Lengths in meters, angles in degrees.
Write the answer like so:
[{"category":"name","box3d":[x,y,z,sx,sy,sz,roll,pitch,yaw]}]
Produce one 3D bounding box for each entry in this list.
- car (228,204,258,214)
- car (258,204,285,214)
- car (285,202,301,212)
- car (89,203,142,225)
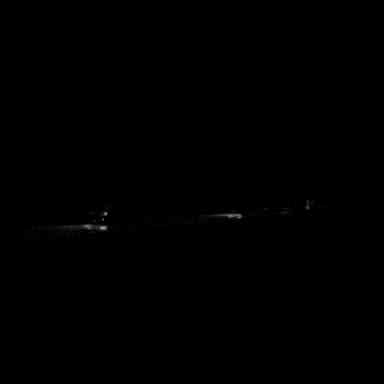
[{"category":"car","box3d":[6.848,2.330,45.903,1.895,1.301,4.718,0,-1,36]},{"category":"car","box3d":[10.611,2.329,46.241,2.033,1.411,5.357,0,-1,36]},{"category":"car","box3d":[16.347,2.448,54.357,1.837,1.490,4.892,0,-1,36]},{"category":"car","box3d":[-6.267,1.703,27.587,2.097,1.767,4.553,0,-1,36]}]
